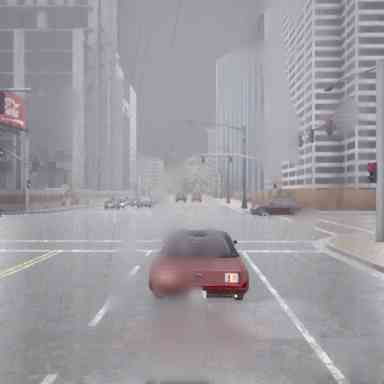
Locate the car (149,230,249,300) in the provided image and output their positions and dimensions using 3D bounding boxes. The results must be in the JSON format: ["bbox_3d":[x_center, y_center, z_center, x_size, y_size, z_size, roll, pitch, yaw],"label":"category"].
[{"bbox_3d":[0.214,1.601,8.344,1.895,1.301,4.718,0,0,2],"label":"car"}]

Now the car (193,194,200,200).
[{"bbox_3d":[1.181,1.353,84.086,1.812,1.442,4.674,0,0,1],"label":"car"}]

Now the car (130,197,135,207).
[{"bbox_3d":[-9.857,1.491,52.704,2.128,1.511,4.902,0,0,1],"label":"car"}]

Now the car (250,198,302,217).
[{"bbox_3d":[7.639,1.351,30.549,4.553,1.767,2.097,0,0,1],"label":"car"}]

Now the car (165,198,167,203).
[{"bbox_3d":[-6.107,1.600,65.939,1.895,1.301,4.718,0,0,1],"label":"car"}]

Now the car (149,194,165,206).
[{"bbox_3d":[-6.304,1.491,55.841,2.128,1.511,4.902,0,0,1],"label":"car"}]

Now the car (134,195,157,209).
[{"bbox_3d":[-6.442,1.526,46.712,1.812,1.442,4.674,0,0,1],"label":"car"}]

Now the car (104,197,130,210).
[{"bbox_3d":[-9.995,1.491,43.276,2.128,1.511,4.902,0,0,1],"label":"car"}]

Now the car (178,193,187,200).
[{"bbox_3d":[-2.319,1.184,84.106,2.097,1.767,4.553,0,0,1],"label":"car"}]

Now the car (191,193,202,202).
[{"bbox_3d":[1.029,1.216,73.416,2.150,2.045,5.566,0,0,1],"label":"car"}]

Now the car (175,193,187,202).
[{"bbox_3d":[-2.471,1.216,73.466,2.150,2.045,5.566,0,0,1],"label":"car"}]

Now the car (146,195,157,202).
[{"bbox_3d":[-9.414,1.510,77.514,1.812,1.442,4.674,0,0,1],"label":"car"}]
